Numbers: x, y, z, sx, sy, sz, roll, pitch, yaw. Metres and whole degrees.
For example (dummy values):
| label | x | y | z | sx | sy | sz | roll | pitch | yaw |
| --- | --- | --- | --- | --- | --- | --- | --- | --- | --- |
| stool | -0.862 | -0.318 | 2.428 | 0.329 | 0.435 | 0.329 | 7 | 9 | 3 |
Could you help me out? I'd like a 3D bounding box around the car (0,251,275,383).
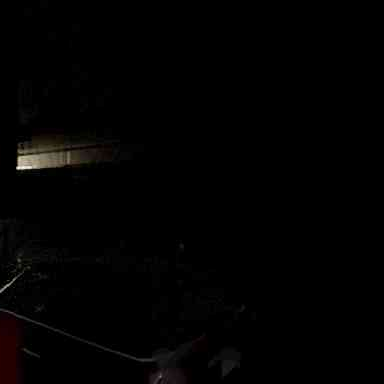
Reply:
| label | x | y | z | sx | sy | sz | roll | pitch | yaw |
| --- | --- | --- | --- | --- | --- | --- | --- | --- | --- |
| car | -1.269 | 1.430 | 3.867 | 4.097 | 1.590 | 1.967 | 0 | 0 | 36 |
